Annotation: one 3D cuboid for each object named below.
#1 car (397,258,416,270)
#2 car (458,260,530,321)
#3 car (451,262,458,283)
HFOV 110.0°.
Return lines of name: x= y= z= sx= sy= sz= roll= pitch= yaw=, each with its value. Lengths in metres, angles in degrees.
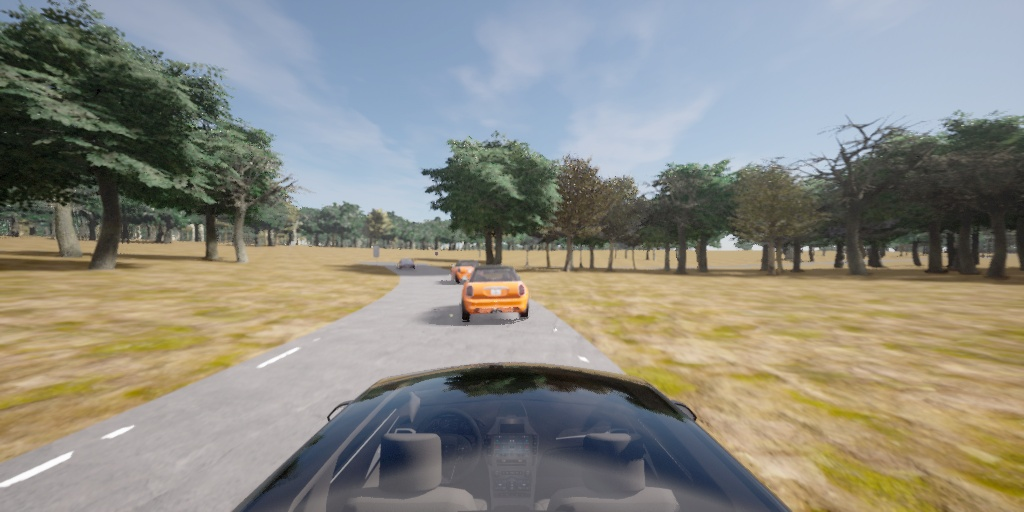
car: x=-13.890 y=1.059 z=47.112 sx=1.812 sy=1.442 sz=4.674 roll=0 pitch=1 yaw=-23
car: x=-0.708 y=1.107 z=12.786 sx=2.097 sy=1.767 sz=4.553 roll=-1 pitch=0 yaw=-6
car: x=-3.534 y=1.081 z=27.786 sx=2.097 sy=1.767 sz=4.553 roll=0 pitch=0 yaw=-15
